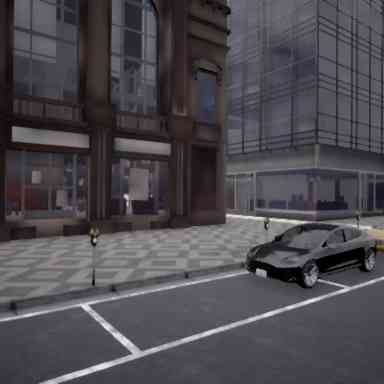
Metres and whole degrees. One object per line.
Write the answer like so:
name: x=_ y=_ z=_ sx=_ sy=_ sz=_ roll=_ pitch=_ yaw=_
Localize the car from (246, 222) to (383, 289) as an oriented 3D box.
car: x=3.434 y=1.564 z=9.205 sx=4.313 sy=1.339 sz=1.947 roll=0 pitch=1 yaw=-35
